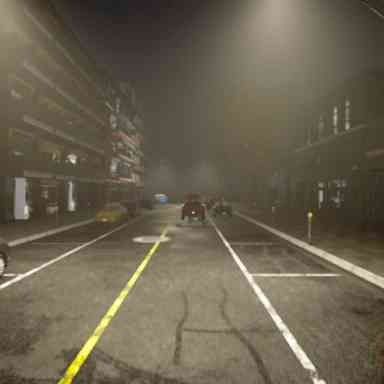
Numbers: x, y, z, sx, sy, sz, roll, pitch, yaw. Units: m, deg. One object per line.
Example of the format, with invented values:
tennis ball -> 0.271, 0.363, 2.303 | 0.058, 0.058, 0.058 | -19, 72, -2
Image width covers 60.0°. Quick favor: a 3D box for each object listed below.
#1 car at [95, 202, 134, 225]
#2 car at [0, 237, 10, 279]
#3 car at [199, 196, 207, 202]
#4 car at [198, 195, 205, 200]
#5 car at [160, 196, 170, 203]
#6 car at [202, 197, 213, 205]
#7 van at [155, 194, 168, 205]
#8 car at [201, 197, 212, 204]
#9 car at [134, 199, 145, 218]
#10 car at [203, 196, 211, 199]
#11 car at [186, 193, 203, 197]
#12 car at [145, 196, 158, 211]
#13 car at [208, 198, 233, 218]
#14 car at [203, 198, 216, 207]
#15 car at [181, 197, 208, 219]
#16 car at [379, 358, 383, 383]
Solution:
car -> -5.695, 1.516, 24.087 | 1.752, 1.417, 4.829 | 0, 0, 0
car -> -5.693, 1.547, 7.166 | 2.008, 1.369, 4.403 | 0, 0, 0
car -> 2.680, 1.599, 81.221 | 1.947, 1.339, 4.313 | 0, 0, 0
car -> 2.679, 1.635, 92.615 | 1.802, 1.307, 4.206 | 0, 0, 0
car -> -5.699, 1.600, 69.831 | 1.802, 1.307, 4.206 | 0, 0, 0
car -> 2.682, 1.551, 58.435 | 1.887, 1.381, 4.507 | 0, 0, 0
van -> -5.699, 1.346, 58.438 | 1.690, 1.788, 3.998 | 0, 0, 0
car -> 2.682, 1.578, 64.132 | 1.947, 1.339, 4.313 | 0, 0, 0
car -> -5.695, 1.535, 29.954 | 1.887, 1.381, 4.507 | 0, 0, 0
car -> 2.684, 1.538, 41.344 | 1.887, 1.381, 4.507 | 0, 0, 0
car -> 0.096, 1.217, 46.022 | 2.150, 2.045, 5.566 | 0, 0, 0
car -> -5.696, 1.558, 41.346 | 1.947, 1.339, 4.313 | 0, 0, 0
car -> 2.686, 1.541, 29.952 | 2.008, 1.369, 4.403 | 0, 0, 0
car -> 2.683, 1.582, 52.738 | 1.802, 1.307, 4.206 | 0, 0, 0
car -> 0.098, 1.468, 28.621 | 1.882, 1.535, 5.008 | 0, 0, 0
car -> 2.688, 1.439, 1.468 | 1.967, 1.590, 4.097 | 0, 0, 0
